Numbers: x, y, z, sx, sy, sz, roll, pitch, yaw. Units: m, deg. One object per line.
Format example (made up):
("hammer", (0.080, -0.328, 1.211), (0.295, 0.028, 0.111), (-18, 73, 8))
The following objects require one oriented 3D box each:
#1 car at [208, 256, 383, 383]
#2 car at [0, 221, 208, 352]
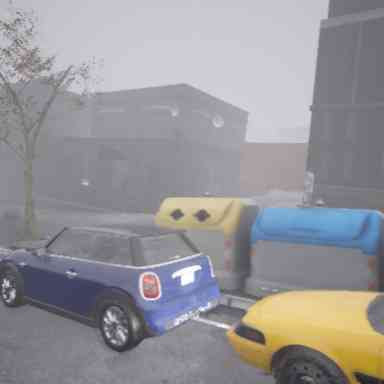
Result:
("car", (2.925, 1.476, 3.060), (5.366, 1.575, 1.801), (0, 0, 36))
("car", (-1.794, 1.368, 6.445), (4.553, 1.767, 2.097), (0, 0, 36))
